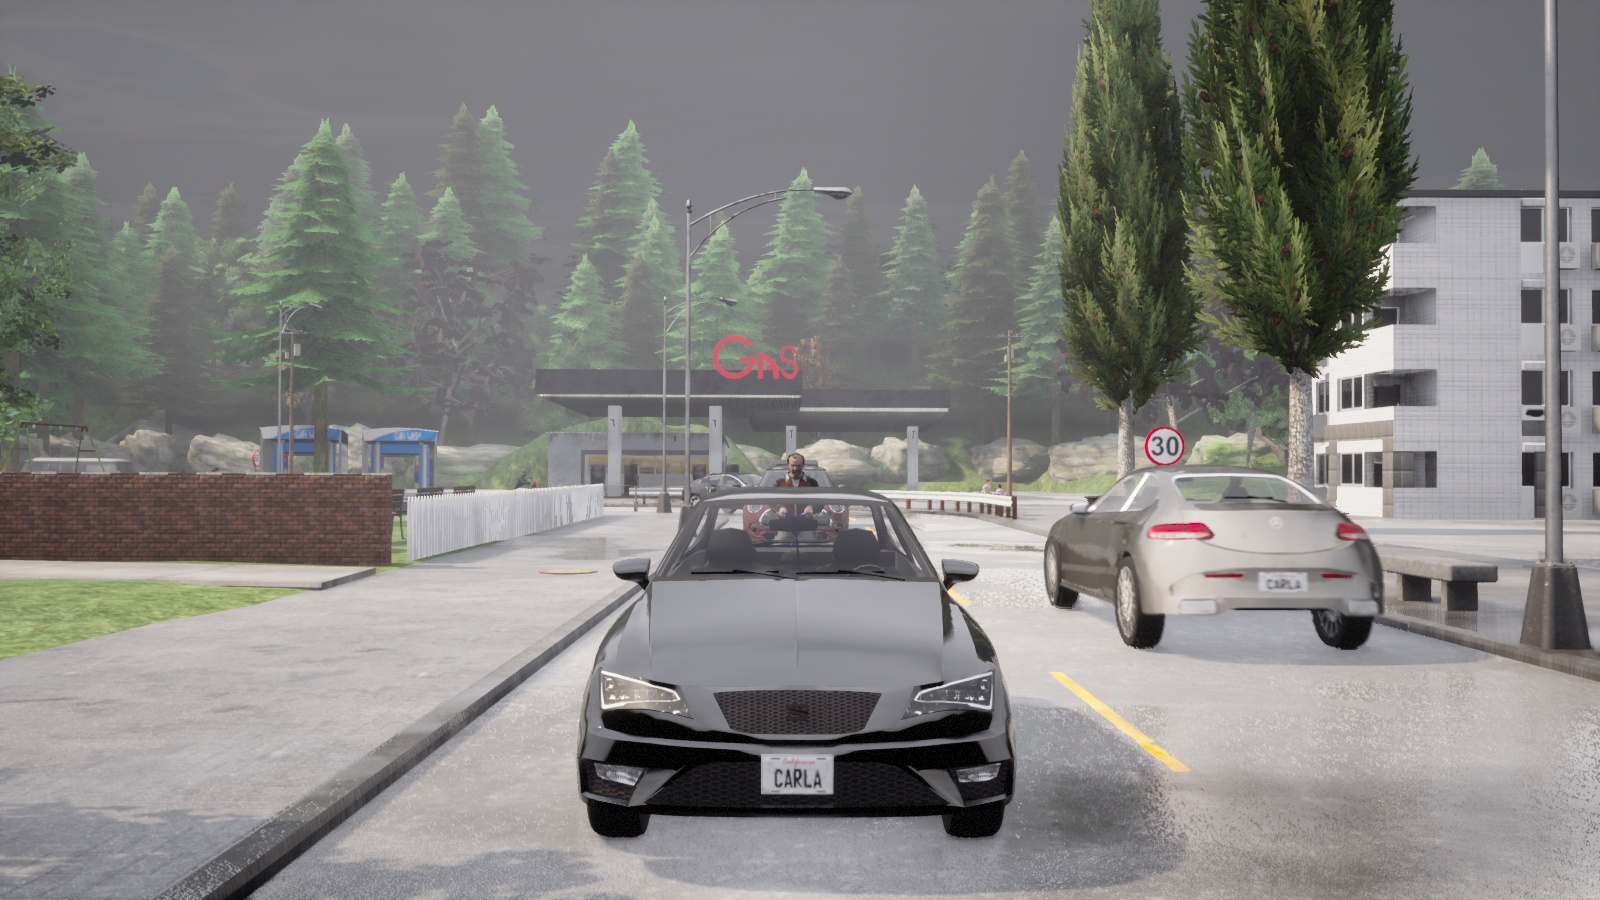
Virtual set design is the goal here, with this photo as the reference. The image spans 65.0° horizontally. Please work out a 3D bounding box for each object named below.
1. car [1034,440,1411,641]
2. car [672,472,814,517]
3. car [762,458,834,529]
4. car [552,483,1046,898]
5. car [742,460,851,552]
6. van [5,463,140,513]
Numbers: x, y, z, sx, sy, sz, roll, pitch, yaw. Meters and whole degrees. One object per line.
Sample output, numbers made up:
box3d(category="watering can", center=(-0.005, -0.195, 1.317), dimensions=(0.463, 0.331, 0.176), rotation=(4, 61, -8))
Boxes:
box3d(category="car", center=(3.963, 0.793, 12.900), dimensions=(2.152, 1.651, 5.027), rotation=(0, -1, 0))
box3d(category="car", center=(-2.052, 1.517, 44.021), dimensions=(4.902, 1.511, 2.128), rotation=(-1, -1, 42))
box3d(category="car", center=(-0.103, 1.203, 35.292), dimensions=(1.905, 1.878, 3.866), rotation=(0, -1, -1))
box3d(category="car", center=(-0.018, 0.941, 6.728), dimensions=(1.816, 1.474, 4.193), rotation=(0, -1, 0))
box3d(category="car", center=(-0.074, 1.115, 26.365), dimensions=(2.097, 1.767, 4.553), rotation=(0, -1, 0))
box3d(category="van", center=(-29.610, 1.544, 51.209), dimensions=(4.442, 1.987, 1.775), rotation=(0, -1, 0))
